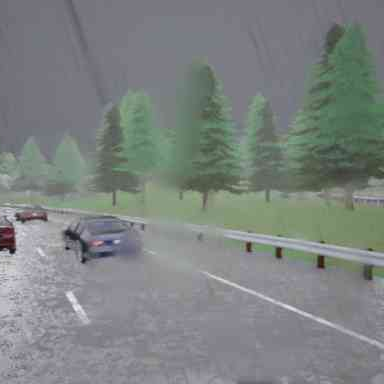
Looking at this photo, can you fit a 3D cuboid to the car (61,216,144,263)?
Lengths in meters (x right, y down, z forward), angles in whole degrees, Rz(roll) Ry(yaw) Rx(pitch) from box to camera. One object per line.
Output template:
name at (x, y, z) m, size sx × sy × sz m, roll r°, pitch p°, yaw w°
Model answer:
car at (-3.513, 1.586, 12.285) m, size 2.033 × 1.411 × 5.357 m, roll -1°, pitch 0°, yaw -30°

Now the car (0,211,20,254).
car at (-8.259, 1.600, 13.450) m, size 1.882 × 1.535 × 5.008 m, roll -1°, pitch 0°, yaw -31°

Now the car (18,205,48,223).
car at (-13.510, 1.760, 27.899) m, size 1.994 × 1.385 × 4.181 m, roll -1°, pitch 0°, yaw -35°
